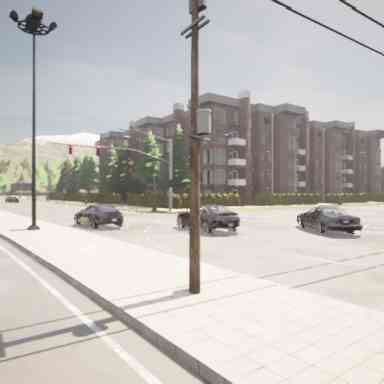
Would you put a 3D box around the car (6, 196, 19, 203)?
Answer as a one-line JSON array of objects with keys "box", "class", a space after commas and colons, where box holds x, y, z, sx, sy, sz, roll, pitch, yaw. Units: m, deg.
[{"box": [-37.594, 1.515, 69.516, 1.994, 1.385, 4.181, 0, 0, -36], "class": "car"}]

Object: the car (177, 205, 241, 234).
[{"box": [0.830, 1.487, 19.330, 2.128, 1.511, 4.902, 0, 0, -30], "class": "car"}]

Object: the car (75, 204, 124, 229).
[{"box": [-6.059, 1.517, 21.607, 1.812, 1.442, 4.674, 0, 0, -38], "class": "car"}]

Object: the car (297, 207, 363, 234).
[{"box": [7.735, 1.547, 19.175, 2.033, 1.411, 5.357, 0, 0, 0], "class": "car"}]
